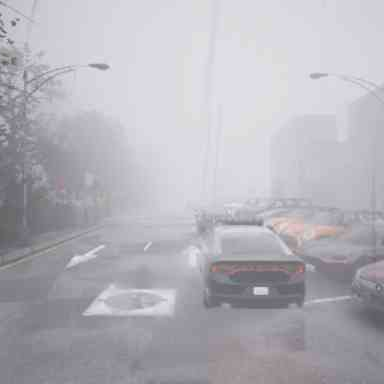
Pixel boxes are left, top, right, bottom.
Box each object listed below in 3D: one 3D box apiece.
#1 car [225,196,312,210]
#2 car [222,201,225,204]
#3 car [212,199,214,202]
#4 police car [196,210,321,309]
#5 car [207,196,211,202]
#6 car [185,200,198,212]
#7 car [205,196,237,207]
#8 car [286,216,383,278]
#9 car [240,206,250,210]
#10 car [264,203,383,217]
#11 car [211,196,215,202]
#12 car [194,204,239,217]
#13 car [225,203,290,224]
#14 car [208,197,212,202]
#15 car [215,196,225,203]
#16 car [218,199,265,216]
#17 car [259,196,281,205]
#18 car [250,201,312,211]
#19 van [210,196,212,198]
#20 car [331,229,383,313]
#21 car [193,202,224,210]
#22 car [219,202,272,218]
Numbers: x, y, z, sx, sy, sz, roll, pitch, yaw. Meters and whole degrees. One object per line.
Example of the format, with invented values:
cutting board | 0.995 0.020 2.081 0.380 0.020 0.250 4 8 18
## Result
car | 5.351 1.399 21.365 5.566 2.045 2.435 1 0 -20
car | 5.200 1.671 24.321 5.366 1.575 1.946 1 0 -20
car | 5.447 1.892 42.402 4.674 1.452 2.002 1 0 -20
police car | 1.171 1.485 8.211 1.930 1.638 5.238 0 0 0
car | 5.300 2.007 57.357 5.366 1.575 1.946 1 0 -20
car | 0.104 1.893 45.705 2.128 1.511 4.902 0 -1 0
car | 5.497 1.827 63.453 5.566 2.045 2.435 1 -1 -20
car | 5.291 1.583 9.367 4.792 1.488 2.163 1 0 -20
car | 5.346 1.665 18.385 4.674 1.452 2.002 1 -1 -20
car | 5.360 1.452 12.388 4.553 1.767 2.185 1 0 -20
car | 5.489 1.759 45.412 4.553 1.767 2.185 1 0 -20
car | 1.197 1.643 18.100 1.837 1.490 4.892 0 0 0
car | 5.358 1.733 27.378 4.792 1.488 2.163 1 0 -20
car | 5.455 1.916 48.414 5.008 1.535 2.097 1 -1 -20
car | 5.377 1.480 30.382 5.566 2.045 2.435 1 0 -20
car | 5.393 1.664 36.394 4.553 1.767 2.185 1 -1 -20
car | 18.484 2.009 79.427 2.435 2.045 5.566 0 0 -21
car | 5.371 1.475 15.390 4.553 1.767 2.185 1 0 -20
van | 5.580 1.725 51.461 4.442 1.987 1.878 1 -1 -20
car | 5.314 1.572 6.376 4.674 1.452 2.002 1 0 -20
car | 1.218 1.715 24.100 1.812 1.442 4.674 0 -1 0
car | 5.386 1.790 33.379 4.792 1.488 2.163 1 0 -20
